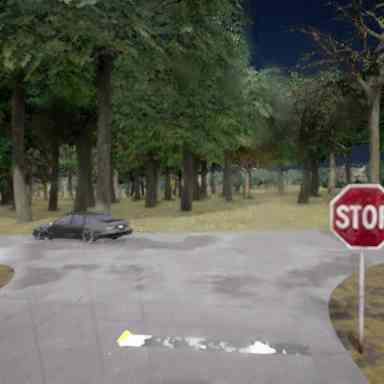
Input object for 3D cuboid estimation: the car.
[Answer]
[{"bbox_3d":[-5.583,1.735,16.658,5.357,1.411,2.033,-2,0,27],"label":"car"}]
